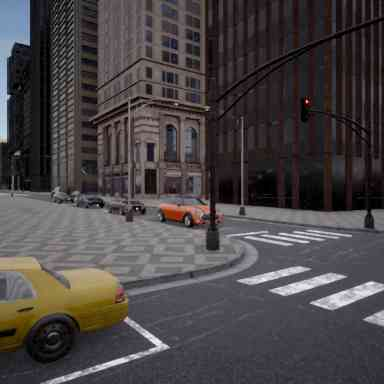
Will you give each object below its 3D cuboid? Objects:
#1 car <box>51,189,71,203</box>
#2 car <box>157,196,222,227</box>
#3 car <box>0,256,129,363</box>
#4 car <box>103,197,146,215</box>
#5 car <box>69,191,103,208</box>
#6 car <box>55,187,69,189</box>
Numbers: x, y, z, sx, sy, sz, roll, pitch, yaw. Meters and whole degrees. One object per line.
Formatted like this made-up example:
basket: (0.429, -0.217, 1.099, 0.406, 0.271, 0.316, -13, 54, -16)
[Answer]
car: (-16.670, 0.661, 43.144, 1.837, 1.490, 4.892, 0, 1, -36)
car: (-0.218, 1.049, 20.093, 2.097, 1.767, 4.553, 0, 1, -36)
car: (-3.261, 1.525, 4.323, 4.829, 1.417, 1.752, 0, 0, -35)
car: (-5.412, 1.087, 27.353, 1.994, 1.385, 4.181, 0, 1, -36)
car: (-10.834, 0.892, 34.937, 2.033, 1.411, 5.357, 0, 1, -35)
car: (-21.924, 0.132, 55.759, 2.150, 2.045, 5.566, 0, 1, -36)
